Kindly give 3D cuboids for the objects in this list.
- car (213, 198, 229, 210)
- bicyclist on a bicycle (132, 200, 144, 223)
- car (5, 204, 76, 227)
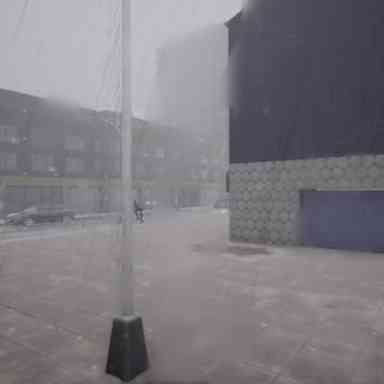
[{"bbox_3d":[4.778,1.617,46.041,1.837,1.490,4.892,0,-1,36],"label":"car"},{"bbox_3d":[-4.011,1.416,23.781,1.656,1.620,0.582,-1,0,36],"label":"bicyclist on a bicycle"},{"bbox_3d":[-10.908,1.659,24.212,1.837,1.490,4.892,0,0,36],"label":"car"}]
